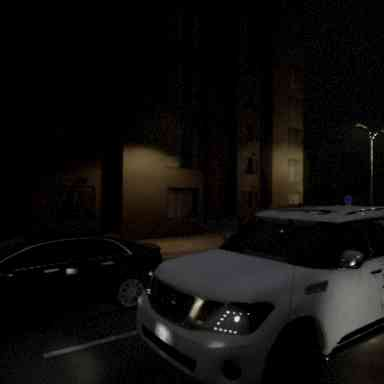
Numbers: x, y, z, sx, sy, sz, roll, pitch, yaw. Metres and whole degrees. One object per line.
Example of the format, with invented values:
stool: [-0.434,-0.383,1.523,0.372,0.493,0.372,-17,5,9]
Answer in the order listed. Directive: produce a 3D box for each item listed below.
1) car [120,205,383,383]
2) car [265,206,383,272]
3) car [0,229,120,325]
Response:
car: [1.933,1.267,5.337,5.566,2.045,2.150,1,0,-35]
car: [4.962,1.458,11.757,4.553,1.767,2.097,1,0,-35]
car: [-2.801,1.518,6.278,4.892,1.490,1.837,1,-1,-35]
